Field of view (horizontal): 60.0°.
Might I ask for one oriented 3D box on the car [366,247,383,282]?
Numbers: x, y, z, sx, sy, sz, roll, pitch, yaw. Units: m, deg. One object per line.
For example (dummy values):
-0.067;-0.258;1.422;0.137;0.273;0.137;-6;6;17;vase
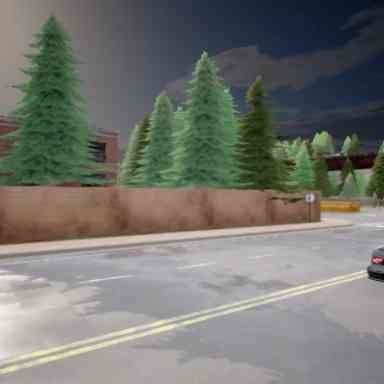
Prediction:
6.637;1.654;8.581;5.357;1.411;2.033;1;0;-35;car
